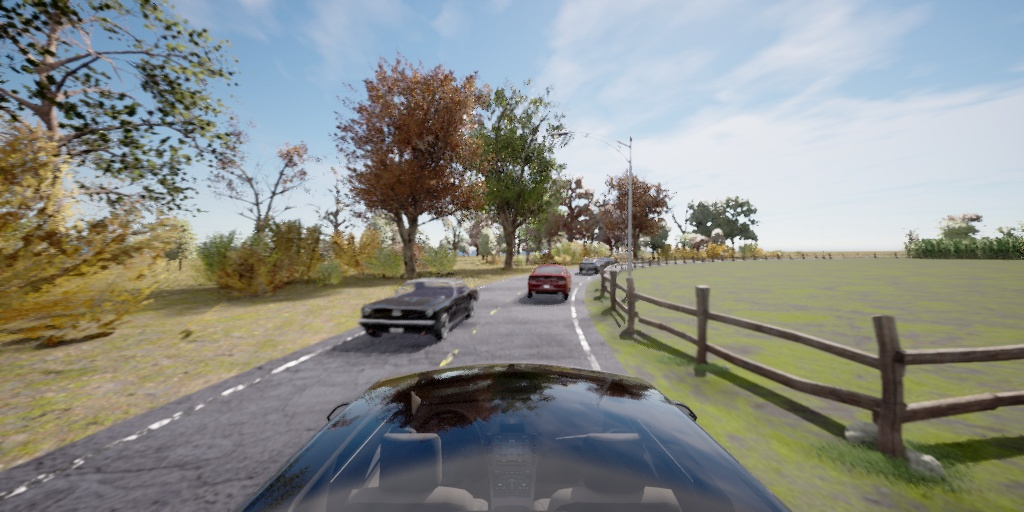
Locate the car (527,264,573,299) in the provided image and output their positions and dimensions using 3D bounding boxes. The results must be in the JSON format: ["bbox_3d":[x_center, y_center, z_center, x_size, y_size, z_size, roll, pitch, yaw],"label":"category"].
[{"bbox_3d":[1.984,1.154,17.966,1.882,1.535,5.008,0,1,11],"label":"car"}]

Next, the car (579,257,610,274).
[{"bbox_3d":[8.187,0.975,36.607,2.128,1.511,4.902,1,1,25],"label":"car"}]

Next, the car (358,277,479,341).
[{"bbox_3d":[-2.272,1.307,10.004,1.895,1.301,4.718,0,0,7],"label":"car"}]

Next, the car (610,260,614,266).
[{"bbox_3d":[12.812,0.857,50.645,2.033,1.411,5.357,1,1,34],"label":"car"}]
